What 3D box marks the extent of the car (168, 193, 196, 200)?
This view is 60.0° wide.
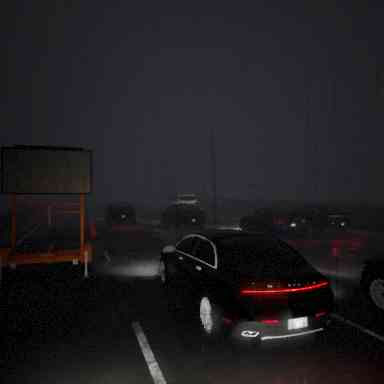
[{"bbox_3d":[-1.180,1.236,34.077,2.150,2.045,5.566,0,0,-19],"label":"car"}]

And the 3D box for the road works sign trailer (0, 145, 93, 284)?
[{"bbox_3d":[-4.186,0.468,9.763,2.380,3.560,2.880,0,0,-19],"label":"road works sign trailer"}]

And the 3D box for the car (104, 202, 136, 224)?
[{"bbox_3d":[-5.415,1.486,24.712,1.882,1.535,5.008,0,0,-19],"label":"car"}]

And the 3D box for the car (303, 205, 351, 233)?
[{"bbox_3d":[7.246,1.501,20.001,2.128,1.511,4.902,0,0,-19],"label":"car"}]

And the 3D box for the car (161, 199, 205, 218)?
[{"bbox_3d":[-0.697,1.486,21.659,1.882,1.535,5.008,0,0,-19],"label":"car"}]

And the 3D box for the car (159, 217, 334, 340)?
[{"bbox_3d":[0.635,1.507,6.720,1.837,1.490,4.892,0,0,-19],"label":"car"}]

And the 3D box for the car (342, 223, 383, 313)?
[{"bbox_3d":[4.921,1.480,4.955,1.882,1.535,5.008,0,0,-19],"label":"car"}]

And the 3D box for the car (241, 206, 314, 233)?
[{"bbox_3d":[4.247,1.571,17.944,1.994,1.385,4.181,0,0,-19],"label":"car"}]
